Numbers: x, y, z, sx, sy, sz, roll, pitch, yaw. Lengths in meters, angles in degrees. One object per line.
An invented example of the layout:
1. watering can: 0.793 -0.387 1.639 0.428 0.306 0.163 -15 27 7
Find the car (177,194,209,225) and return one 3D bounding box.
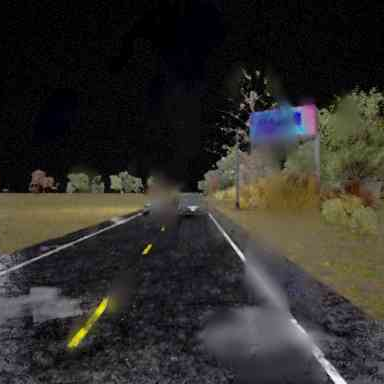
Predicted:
1. car: 0.069 1.229 24.432 2.150 2.045 5.566 0 0 0

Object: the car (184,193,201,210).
1. car: 0.096 1.229 43.924 2.150 2.045 5.566 0 0 0

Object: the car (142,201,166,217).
1. car: -3.526 1.555 32.281 2.033 1.411 5.357 0 0 0
